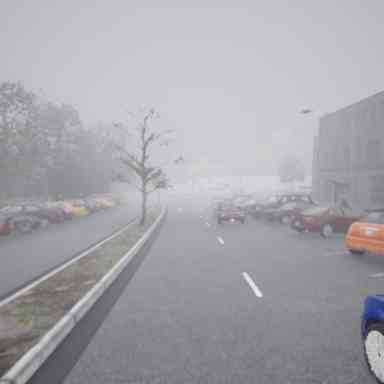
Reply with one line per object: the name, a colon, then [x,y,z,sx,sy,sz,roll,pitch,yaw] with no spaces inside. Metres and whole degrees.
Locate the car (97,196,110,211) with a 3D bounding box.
car: [-11.606,1.536,35.664,4.674,1.452,2.002,-1,0,-24]

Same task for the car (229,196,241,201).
car: [6.729,1.489,35.598,4.674,1.452,2.002,1,0,-24]

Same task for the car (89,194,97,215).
car: [-11.215,1.371,29.763,4.553,1.767,2.185,-1,0,-23]

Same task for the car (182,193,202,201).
car: [0.390,1.486,91.166,4.553,1.767,2.185,0,0,-30]

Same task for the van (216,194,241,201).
van: [5.974,1.214,44.587,4.442,1.987,1.878,1,0,-25]

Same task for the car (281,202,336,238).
car: [7.539,1.466,17.494,5.008,1.535,2.097,1,0,-22]

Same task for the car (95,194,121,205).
car: [-12.256,1.367,44.534,4.553,1.767,2.185,-1,0,-25]

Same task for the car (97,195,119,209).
car: [-11.651,1.489,38.698,5.366,1.575,1.946,-1,0,-24]

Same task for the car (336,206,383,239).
car: [7.650,1.346,11.448,4.553,1.767,2.185,1,0,-21]

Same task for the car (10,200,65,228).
car: [-10.821,1.499,20.878,5.008,1.535,2.097,-1,0,-22]

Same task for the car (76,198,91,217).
car: [-11.257,1.497,26.721,5.366,1.575,1.946,-1,0,-23]

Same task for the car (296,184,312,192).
car: [23.063,-0.436,66.293,2.435,2.045,5.566,-7,4,-30]

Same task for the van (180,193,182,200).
van: [-0.202,1.379,94.085,4.442,1.987,1.878,0,0,-30]

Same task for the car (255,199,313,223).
car: [7.351,1.460,23.529,5.008,1.535,2.097,1,0,-23]

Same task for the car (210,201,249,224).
car: [2.608,1.583,24.584,1.895,1.301,4.718,0,0,-2]

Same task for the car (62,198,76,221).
car: [-10.981,1.374,23.829,4.553,1.767,2.185,-1,0,-22]

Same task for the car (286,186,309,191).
car: [20.114,0.144,65.783,2.002,1.452,4.674,-7,4,-30]

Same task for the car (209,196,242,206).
car: [5.446,1.468,53.636,4.792,1.488,2.163,1,0,-26]

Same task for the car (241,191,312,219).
car: [7.196,1.205,26.533,5.566,2.045,2.435,1,0,-23]

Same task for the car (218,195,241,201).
car: [6.317,1.444,41.627,4.892,1.521,2.231,1,0,-25]

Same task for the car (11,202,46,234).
car: [-10.697,1.529,17.935,4.792,1.488,2.163,-1,0,-22]

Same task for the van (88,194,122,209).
van: [-12.446,1.265,47.522,4.442,1.987,1.878,-1,0,-25]

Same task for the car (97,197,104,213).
car: [-11.412,1.536,32.709,4.674,1.452,2.002,-1,0,-23]

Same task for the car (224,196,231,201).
car: [6.522,1.486,38.616,4.674,1.452,2.002,1,0,-24]

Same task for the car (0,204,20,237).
car: [-10.669,1.531,14.941,4.792,1.488,2.163,-1,0,-21]

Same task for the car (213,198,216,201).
car: [5.853,1.313,47.660,4.553,1.767,2.185,1,0,-25]

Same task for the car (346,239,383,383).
car: [3.084,1.476,2.234,1.882,1.535,5.008,0,0,0]
